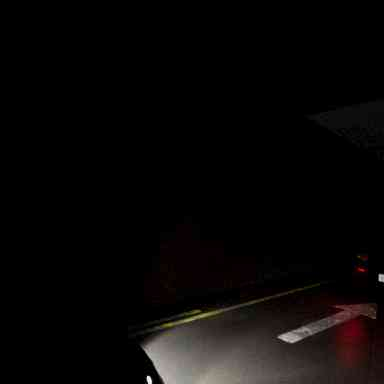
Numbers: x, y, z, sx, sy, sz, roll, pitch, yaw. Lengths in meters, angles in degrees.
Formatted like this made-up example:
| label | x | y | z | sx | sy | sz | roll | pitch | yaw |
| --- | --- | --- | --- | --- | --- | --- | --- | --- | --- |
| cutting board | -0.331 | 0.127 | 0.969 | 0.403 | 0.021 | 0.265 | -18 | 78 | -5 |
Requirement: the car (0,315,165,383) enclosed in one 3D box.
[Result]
| label | x | y | z | sx | sy | sz | roll | pitch | yaw |
| --- | --- | --- | --- | --- | --- | --- | --- | --- | --- |
| car | -2.225 | 1.564 | 2.255 | 4.181 | 1.385 | 1.994 | 0 | 0 | -35 |

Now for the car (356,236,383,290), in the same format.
| label | x | y | z | sx | sy | sz | roll | pitch | yaw |
| --- | --- | --- | --- | --- | --- | --- | --- | --- | --- |
| car | 5.662 | 1.526 | 7.807 | 4.674 | 1.442 | 1.812 | 0 | 0 | -35 |
